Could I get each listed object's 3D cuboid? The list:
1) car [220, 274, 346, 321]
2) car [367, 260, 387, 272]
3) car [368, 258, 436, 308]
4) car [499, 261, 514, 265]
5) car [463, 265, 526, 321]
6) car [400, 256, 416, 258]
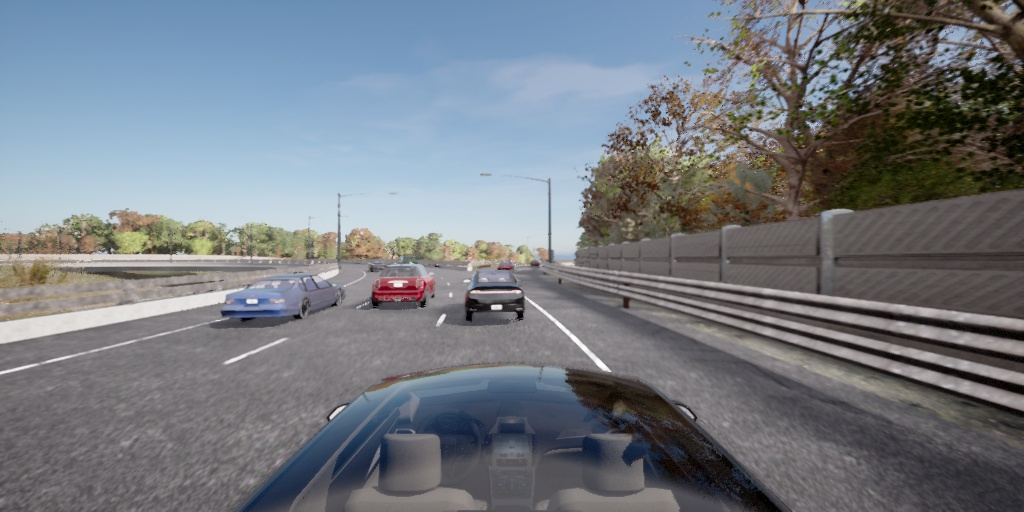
[{"bbox_3d":[-7.623,1.326,12.614,2.033,1.411,5.357,0,0,-6],"label":"car"},{"bbox_3d":[-18.444,1.313,48.885,2.128,1.511,4.902,0,0,-26],"label":"car"},{"bbox_3d":[-4.568,1.120,15.686,2.097,1.767,4.553,0,0,-7],"label":"car"},{"bbox_3d":[-0.704,1.320,48.645,1.994,1.385,4.181,0,0,5],"label":"car"},{"bbox_3d":[-0.675,1.245,12.599,2.128,1.511,4.902,0,0,-6],"label":"car"},{"bbox_3d":[-13.918,1.026,47.589,2.150,2.045,5.566,0,0,-25],"label":"car"}]
